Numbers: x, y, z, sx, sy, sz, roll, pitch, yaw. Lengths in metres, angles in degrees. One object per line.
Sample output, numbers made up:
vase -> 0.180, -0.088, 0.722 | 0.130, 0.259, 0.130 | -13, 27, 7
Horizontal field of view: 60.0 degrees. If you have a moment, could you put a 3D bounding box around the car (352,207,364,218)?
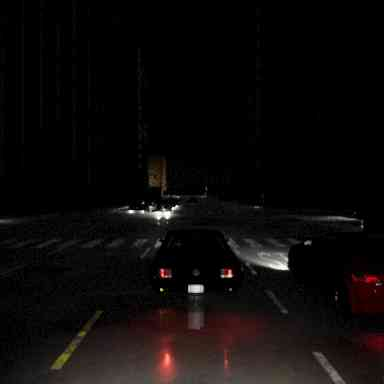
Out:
car -> 16.268, 1.542, 28.513 | 4.674, 1.442, 1.812 | 0, 0, -1

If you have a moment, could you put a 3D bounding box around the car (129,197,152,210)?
car -> -7.063, 1.466, 44.913 | 2.097, 1.767, 4.553 | 0, 0, 0

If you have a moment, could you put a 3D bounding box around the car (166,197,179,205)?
car -> -3.532, 1.649, 62.173 | 2.128, 1.511, 4.902 | 0, 0, 0

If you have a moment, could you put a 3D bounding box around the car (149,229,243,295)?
car -> 0.059, 1.624, 8.774 | 1.895, 1.301, 4.718 | 0, 0, -1

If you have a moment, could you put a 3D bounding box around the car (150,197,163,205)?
car -> -7.001, 1.768, 65.815 | 1.895, 1.301, 4.718 | 0, 0, 1

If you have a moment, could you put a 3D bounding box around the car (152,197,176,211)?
car -> -3.564, 1.600, 42.824 | 2.128, 1.511, 4.902 | 0, 0, -1

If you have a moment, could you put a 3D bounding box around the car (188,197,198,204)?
car -> 0.130, 1.714, 65.853 | 2.033, 1.411, 5.357 | 0, 0, 0

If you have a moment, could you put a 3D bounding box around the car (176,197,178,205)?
car -> -3.561, 1.695, 51.743 | 1.994, 1.385, 4.181 | 0, 0, 0

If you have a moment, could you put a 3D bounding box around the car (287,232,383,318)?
car -> 3.615, 1.583, 7.469 | 1.994, 1.385, 4.181 | 0, 0, -1

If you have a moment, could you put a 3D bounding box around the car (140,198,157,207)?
car -> -7.061, 1.685, 54.386 | 2.033, 1.411, 5.357 | 0, 0, 0
